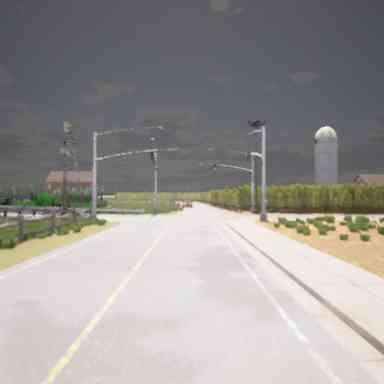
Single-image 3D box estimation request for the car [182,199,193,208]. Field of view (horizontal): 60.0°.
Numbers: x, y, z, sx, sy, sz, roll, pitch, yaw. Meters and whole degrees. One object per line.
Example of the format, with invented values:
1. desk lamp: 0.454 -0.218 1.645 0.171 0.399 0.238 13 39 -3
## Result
1. car: -0.847 2.218 64.179 2.097 1.767 4.553 0 -1 -2
